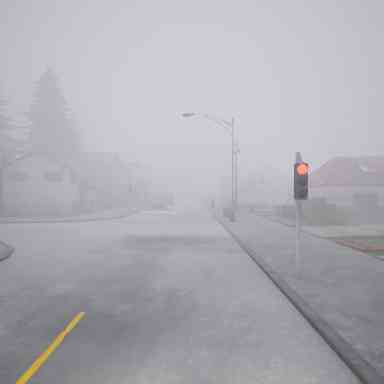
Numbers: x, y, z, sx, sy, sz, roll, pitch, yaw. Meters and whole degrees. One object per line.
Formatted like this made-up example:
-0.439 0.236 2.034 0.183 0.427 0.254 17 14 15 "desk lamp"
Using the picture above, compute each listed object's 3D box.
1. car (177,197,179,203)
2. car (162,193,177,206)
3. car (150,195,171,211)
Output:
-3.925 1.525 69.197 1.812 1.442 4.674 0 0 0 "car"
-4.033 1.223 53.984 2.150 2.045 5.566 0 0 0 "car"
-4.054 1.505 41.770 1.837 1.490 4.892 0 0 0 "car"
